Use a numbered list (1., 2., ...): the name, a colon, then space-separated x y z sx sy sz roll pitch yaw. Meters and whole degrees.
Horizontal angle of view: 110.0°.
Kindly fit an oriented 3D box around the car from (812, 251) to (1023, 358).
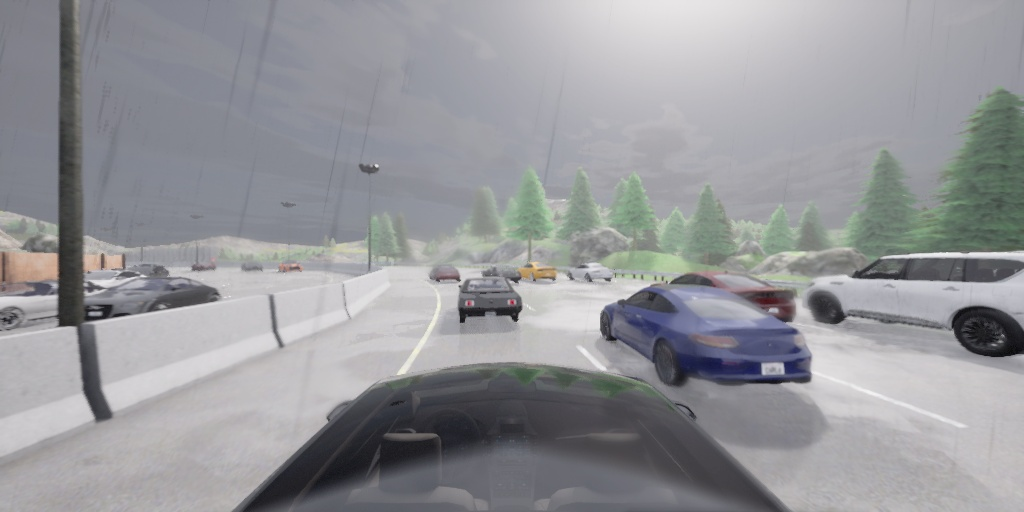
1. car: 10.053 0.927 8.545 2.150 2.045 5.566 0 0 -4

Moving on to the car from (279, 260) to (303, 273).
1. car: -29.701 1.322 48.136 2.097 1.767 4.553 0 0 -44

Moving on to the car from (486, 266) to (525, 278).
1. car: -0.920 1.390 27.166 1.895 1.301 4.718 0 0 -19

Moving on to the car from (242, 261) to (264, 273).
1. car: -35.353 1.503 48.879 4.892 1.490 1.837 0 0 43

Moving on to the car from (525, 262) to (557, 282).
1. car: 1.964 1.254 29.357 1.882 1.535 5.008 0 0 -19

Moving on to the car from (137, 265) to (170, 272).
1. car: -27.326 1.432 26.704 1.837 1.490 4.892 0 0 -27

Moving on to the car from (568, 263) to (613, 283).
1. car: 6.077 1.279 28.124 1.812 1.442 4.674 0 0 -18

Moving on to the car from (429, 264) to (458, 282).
1. car: -5.623 1.381 29.753 1.994 1.385 4.181 0 0 -21

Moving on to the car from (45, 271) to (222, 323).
1. car: -11.658 1.389 11.716 1.994 1.385 4.181 0 0 -10

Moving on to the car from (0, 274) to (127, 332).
1. car: -15.050 1.443 11.289 1.895 1.301 4.718 0 0 -10

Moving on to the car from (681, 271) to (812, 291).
1. car: 6.198 1.208 11.336 1.882 1.535 5.008 0 0 -7

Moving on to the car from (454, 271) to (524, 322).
1. car: -0.915 1.370 12.401 1.895 1.301 4.718 0 0 -8

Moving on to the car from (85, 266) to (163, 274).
1. car: -20.140 1.404 17.849 1.812 1.442 4.674 0 0 -17

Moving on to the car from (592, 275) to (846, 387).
1. car: 3.153 1.266 6.833 1.812 1.442 4.674 0 0 -4
